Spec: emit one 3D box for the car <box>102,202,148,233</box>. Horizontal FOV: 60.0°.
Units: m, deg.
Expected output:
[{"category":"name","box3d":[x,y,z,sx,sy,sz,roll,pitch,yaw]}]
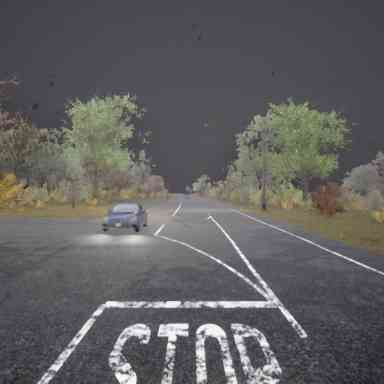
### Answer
[{"category":"car","box3d":[-3.492,1.308,18.126,1.812,1.442,4.674,1,0,0]}]
